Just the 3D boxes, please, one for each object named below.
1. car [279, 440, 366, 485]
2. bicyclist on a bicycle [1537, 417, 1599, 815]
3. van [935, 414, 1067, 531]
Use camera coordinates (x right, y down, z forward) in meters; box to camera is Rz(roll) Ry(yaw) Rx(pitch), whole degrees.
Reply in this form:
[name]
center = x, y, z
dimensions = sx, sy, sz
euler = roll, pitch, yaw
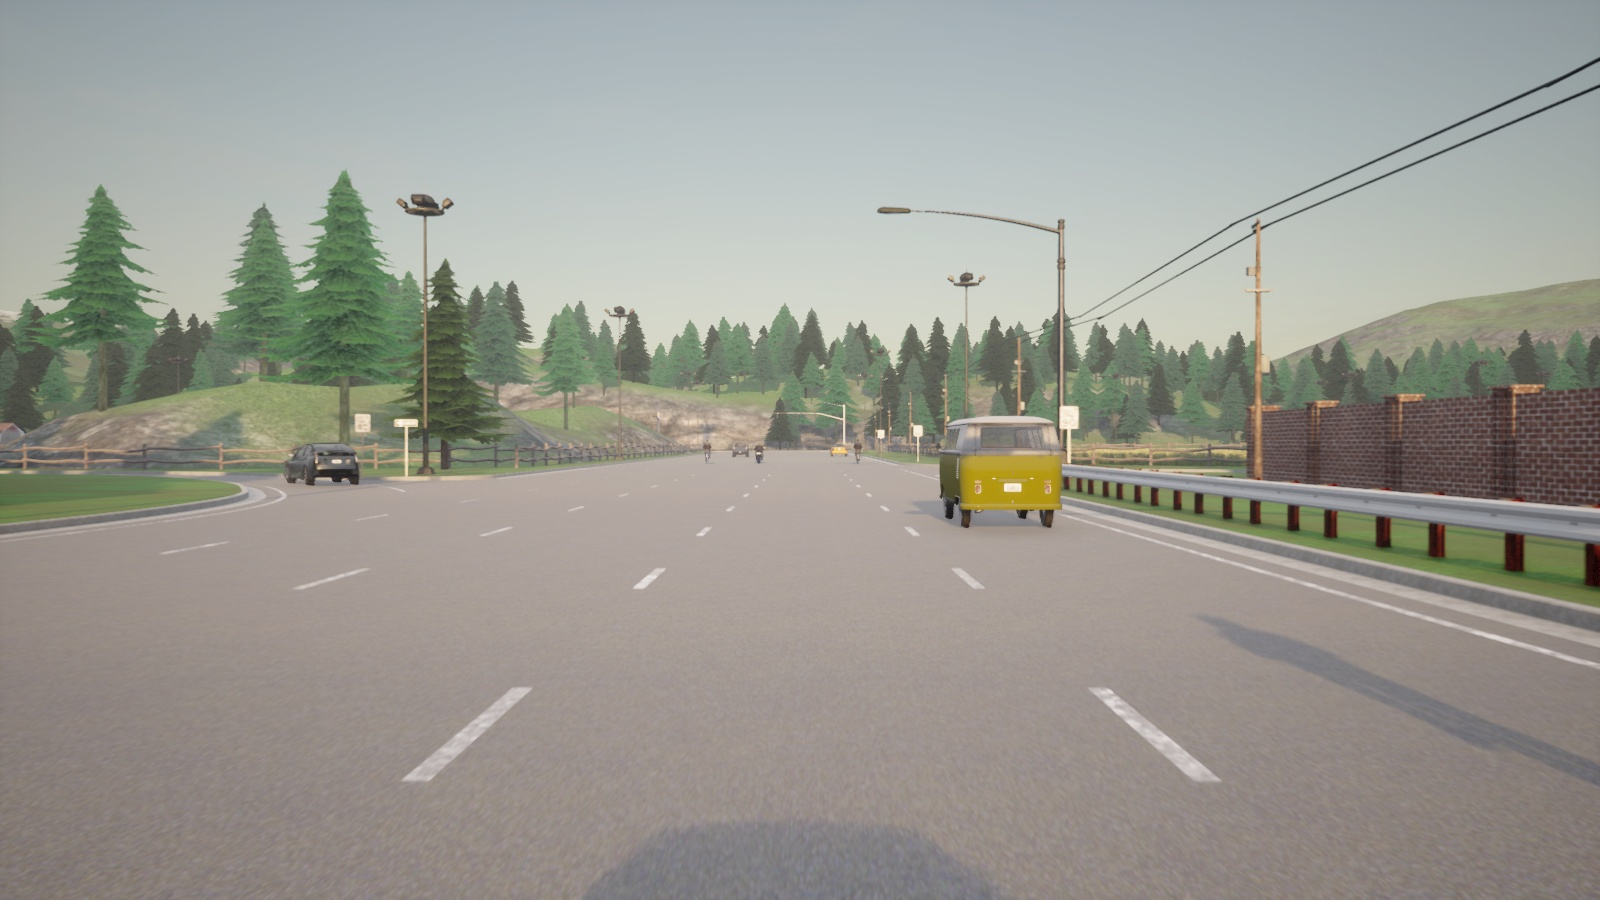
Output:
[car]
center = -17.393, 0.422, 45.617
dimensions = 2.007, 1.525, 4.514
euler = 0, 0, -33
[bicyclist on a bicycle]
center = 3.542, 0.676, 4.717
dimensions = 0.582, 1.620, 1.656
euler = 0, 0, 0
[van]
center = 3.648, 0.370, 23.514
dimensions = 1.775, 1.987, 4.442
euler = 0, 0, 0
